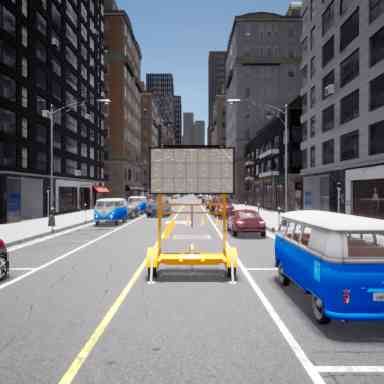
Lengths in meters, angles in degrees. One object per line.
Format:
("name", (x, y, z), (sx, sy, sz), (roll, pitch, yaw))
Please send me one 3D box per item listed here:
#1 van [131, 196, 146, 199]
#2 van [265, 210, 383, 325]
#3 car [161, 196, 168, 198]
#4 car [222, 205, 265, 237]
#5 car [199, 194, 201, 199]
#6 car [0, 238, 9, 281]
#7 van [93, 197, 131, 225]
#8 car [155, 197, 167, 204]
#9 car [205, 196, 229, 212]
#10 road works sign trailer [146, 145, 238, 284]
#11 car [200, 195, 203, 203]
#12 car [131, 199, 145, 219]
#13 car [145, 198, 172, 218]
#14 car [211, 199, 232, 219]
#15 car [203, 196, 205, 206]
("van", (-5.668, 1.341, 34.360), (1.690, 1.788, 3.998), (0, 0, 0))
("van", (2.856, 1.341, 6.853), (1.690, 1.788, 3.998), (0, 0, 0))
("car", (-5.667, 1.573, 56.366), (1.947, 1.339, 4.313), (0, 0, 0))
("car", (2.857, 1.581, 17.856), (1.802, 1.307, 4.206), (0, 0, 0))
("car", (2.859, 1.578, 67.368), (1.947, 1.339, 4.313), (0, 0, 0))
("car", (-5.669, 1.440, 6.854), (1.967, 1.590, 4.097), (0, 0, 0))
("van", (-5.669, 1.340, 23.359), (1.690, 1.788, 3.998), (0, 0, 0))
("car", (-5.667, 1.591, 61.867), (1.802, 1.307, 4.206), (0, 0, 0))
("car", (2.857, 1.315, 34.360), (2.192, 1.841, 5.009), (0, 0, 0))
("road works sign trailer", (0.001, 0.464, 9.532), (2.380, 3.560, 2.880), (0, 0, 0))
("car", (2.858, 1.557, 56.365), (2.008, 1.369, 4.403), (0, 0, 0))
("car", (-5.668, 1.550, 28.859), (2.008, 1.369, 4.403), (0, 0, 0))
("car", (-2.998, 1.564, 30.343), (1.994, 1.385, 4.181), (0, 0, 0))
("car", (2.858, 1.582, 28.858), (1.802, 1.307, 4.206), (0, 0, 0))
("car", (2.858, 1.443, 45.363), (1.967, 1.590, 4.097), (0, 0, 0))
